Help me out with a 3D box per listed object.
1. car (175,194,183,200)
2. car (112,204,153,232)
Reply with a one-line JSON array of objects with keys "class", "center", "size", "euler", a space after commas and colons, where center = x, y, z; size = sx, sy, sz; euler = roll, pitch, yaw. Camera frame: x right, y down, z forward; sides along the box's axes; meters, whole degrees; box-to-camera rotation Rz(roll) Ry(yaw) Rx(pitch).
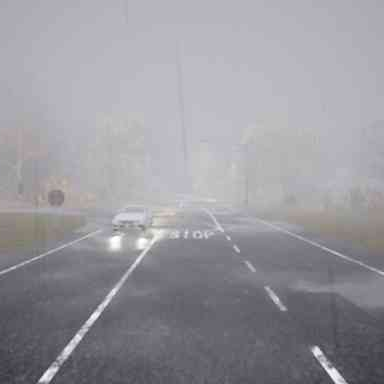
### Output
[{"class": "car", "center": [-3.493, 1.419, 90.960], "size": [1.837, 1.490, 4.892], "euler": [0, 0, 5]}, {"class": "car", "center": [-3.488, 1.471, 20.205], "size": [1.812, 1.442, 4.674], "euler": [0, 1, 0]}]
